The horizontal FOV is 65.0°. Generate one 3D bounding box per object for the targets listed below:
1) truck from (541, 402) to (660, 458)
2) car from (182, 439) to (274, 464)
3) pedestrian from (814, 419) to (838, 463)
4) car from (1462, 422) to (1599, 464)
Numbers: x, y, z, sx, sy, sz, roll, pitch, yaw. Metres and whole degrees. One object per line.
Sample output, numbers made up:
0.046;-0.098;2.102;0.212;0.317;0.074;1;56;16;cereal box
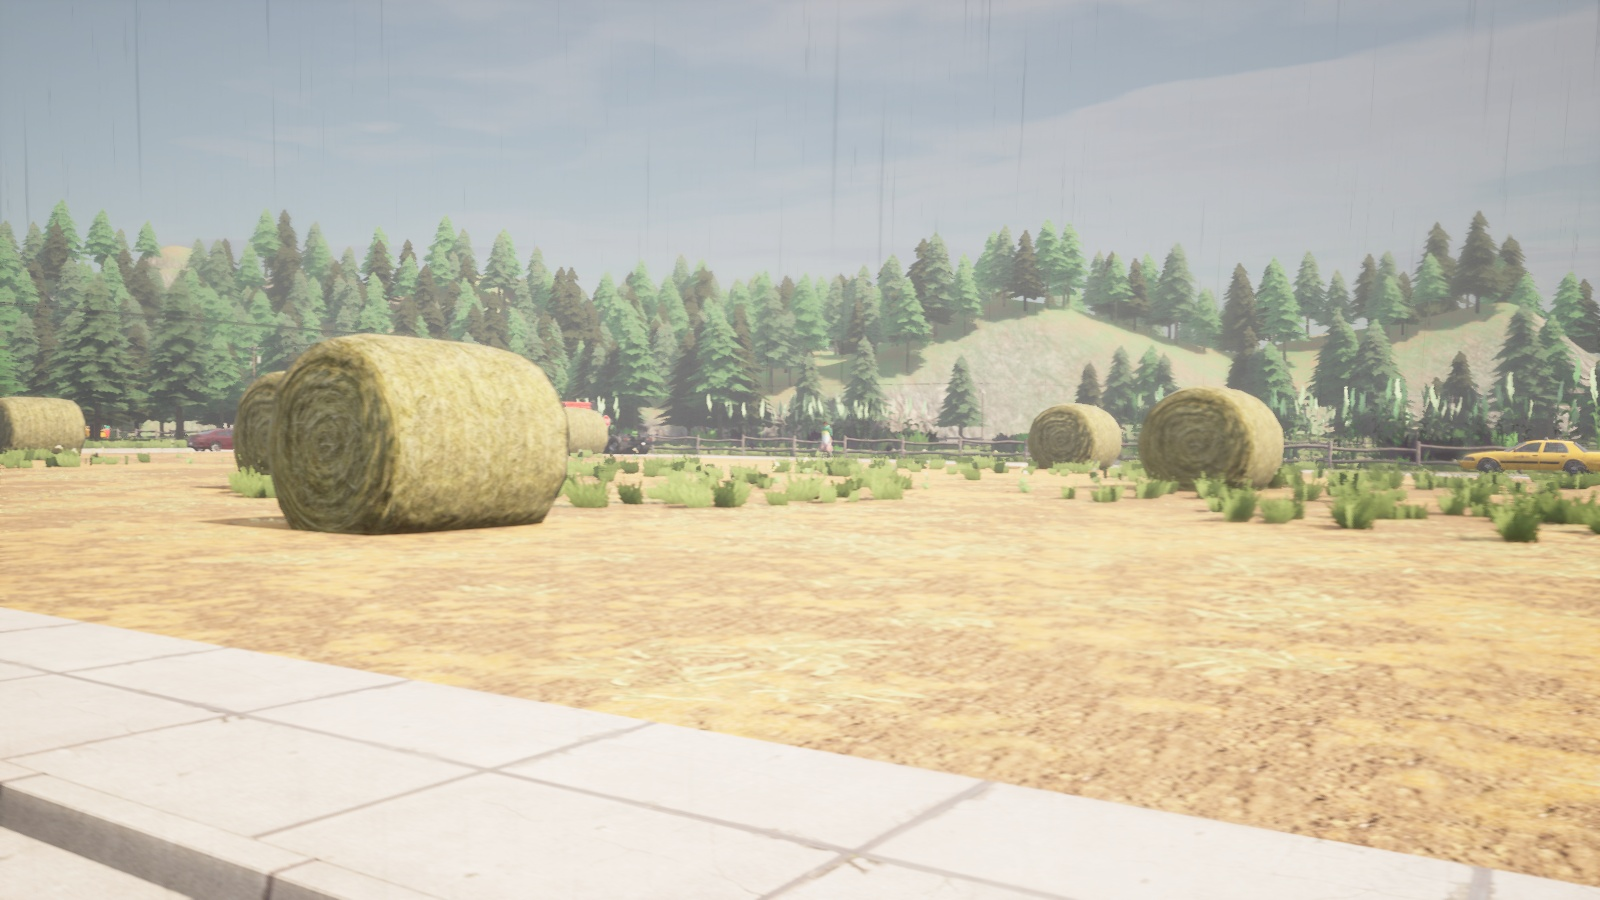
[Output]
-12.925;-1.247;80.948;7.936;3.462;2.891;0;1;37;truck
-33.807;0.076;74.295;1.812;1.442;4.674;0;1;35;car
1.163;-0.397;56.007;0.873;1.952;0.659;-1;1;-42;pedestrian
28.948;-0.268;48.931;5.366;1.575;1.801;0;1;37;car
